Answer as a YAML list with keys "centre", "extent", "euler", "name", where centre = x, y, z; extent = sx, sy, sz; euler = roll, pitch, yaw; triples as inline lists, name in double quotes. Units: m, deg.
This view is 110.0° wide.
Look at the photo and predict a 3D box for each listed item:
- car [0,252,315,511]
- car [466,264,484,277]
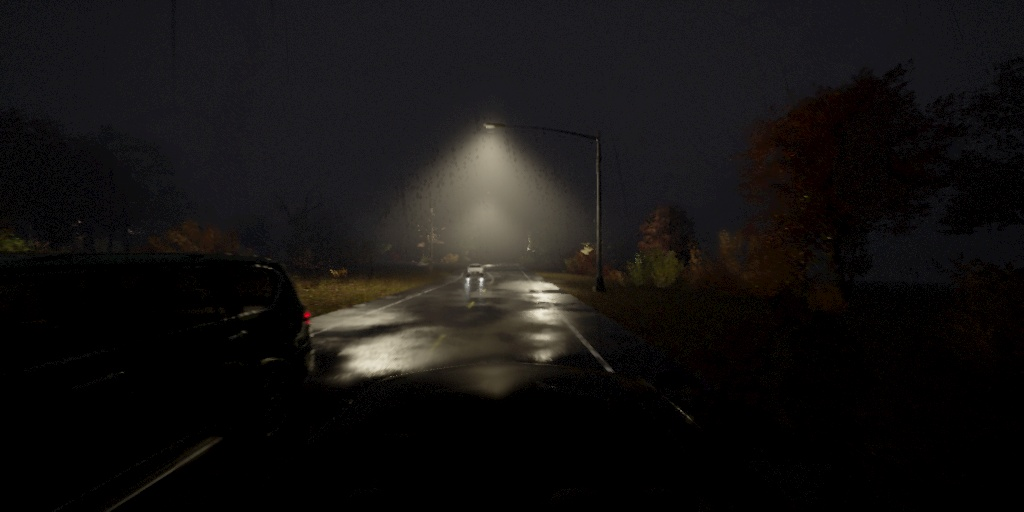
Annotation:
- centre: [-3.600, 0.978, 2.323]
  extent: [2.150, 2.045, 5.566]
  euler: [0, -1, 0]
  name: "car"
- centre: [-4.265, 1.658, 41.828]
  extent: [1.812, 1.442, 4.674]
  euler: [0, 0, -5]
  name: "car"
